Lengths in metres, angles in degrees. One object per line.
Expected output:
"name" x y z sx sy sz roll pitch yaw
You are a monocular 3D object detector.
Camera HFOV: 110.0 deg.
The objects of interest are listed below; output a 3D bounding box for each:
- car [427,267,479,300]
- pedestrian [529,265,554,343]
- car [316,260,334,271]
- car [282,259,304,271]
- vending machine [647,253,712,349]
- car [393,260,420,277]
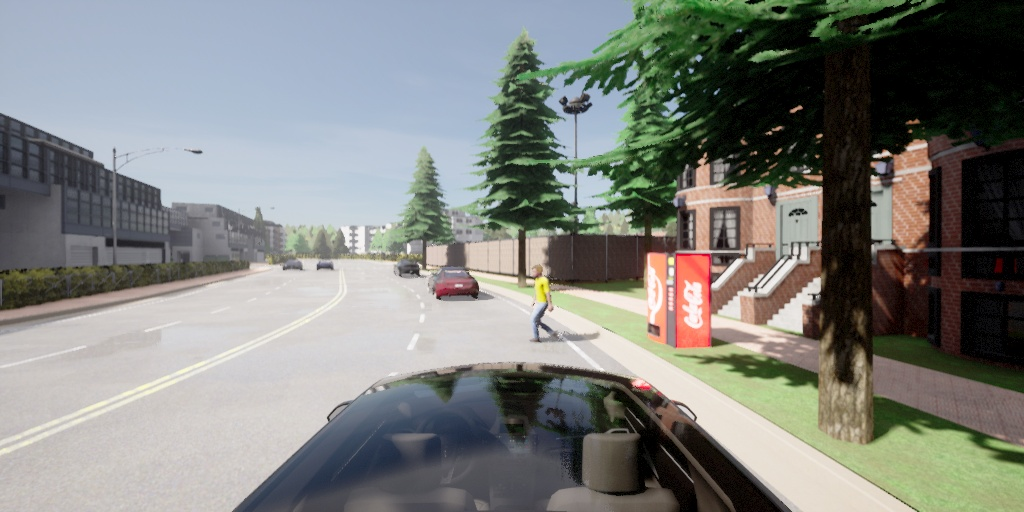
"car" -2.956 1.241 17.470 1.994 1.385 4.181 0 0 -19
"pedestrian" 0.657 1.014 8.113 0.375 1.860 0.375 0 0 -8
"car" -23.173 1.155 44.524 1.895 1.301 4.718 0 0 -25
"car" -26.809 1.121 44.025 1.994 1.385 4.181 0 0 -25
"vending machine" 3.517 0.918 7.636 1.100 2.100 0.880 0 0 -7
"car" -9.668 1.111 32.826 1.837 1.490 4.892 0 0 -25
